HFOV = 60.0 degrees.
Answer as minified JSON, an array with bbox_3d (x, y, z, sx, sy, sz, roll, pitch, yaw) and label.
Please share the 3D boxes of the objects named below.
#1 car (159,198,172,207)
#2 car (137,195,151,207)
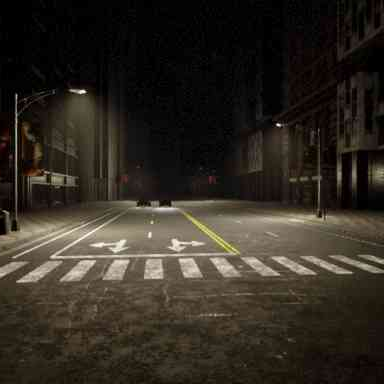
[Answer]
[{"bbox_3d":[-4.191,1.632,51.902,1.895,1.301,4.718,0,0,-6],"label":"car"},{"bbox_3d":[-7.429,1.381,51.623,2.097,1.767,4.553,0,0,-6],"label":"car"}]
